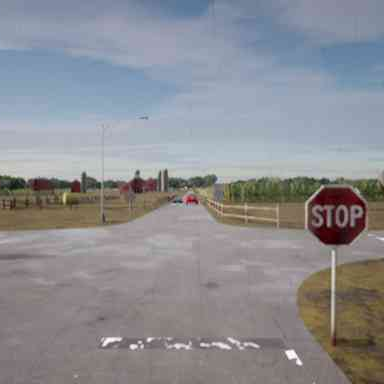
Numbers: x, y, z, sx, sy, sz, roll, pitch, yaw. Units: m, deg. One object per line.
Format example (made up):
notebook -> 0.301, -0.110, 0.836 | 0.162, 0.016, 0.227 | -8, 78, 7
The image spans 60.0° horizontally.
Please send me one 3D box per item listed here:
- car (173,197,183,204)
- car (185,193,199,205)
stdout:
car -> -2.736, 1.604, 65.723 | 2.033, 1.411, 5.357 | 0, 0, 0
car -> 0.012, 1.271, 60.338 | 2.150, 2.045, 5.566 | 0, 0, 0
